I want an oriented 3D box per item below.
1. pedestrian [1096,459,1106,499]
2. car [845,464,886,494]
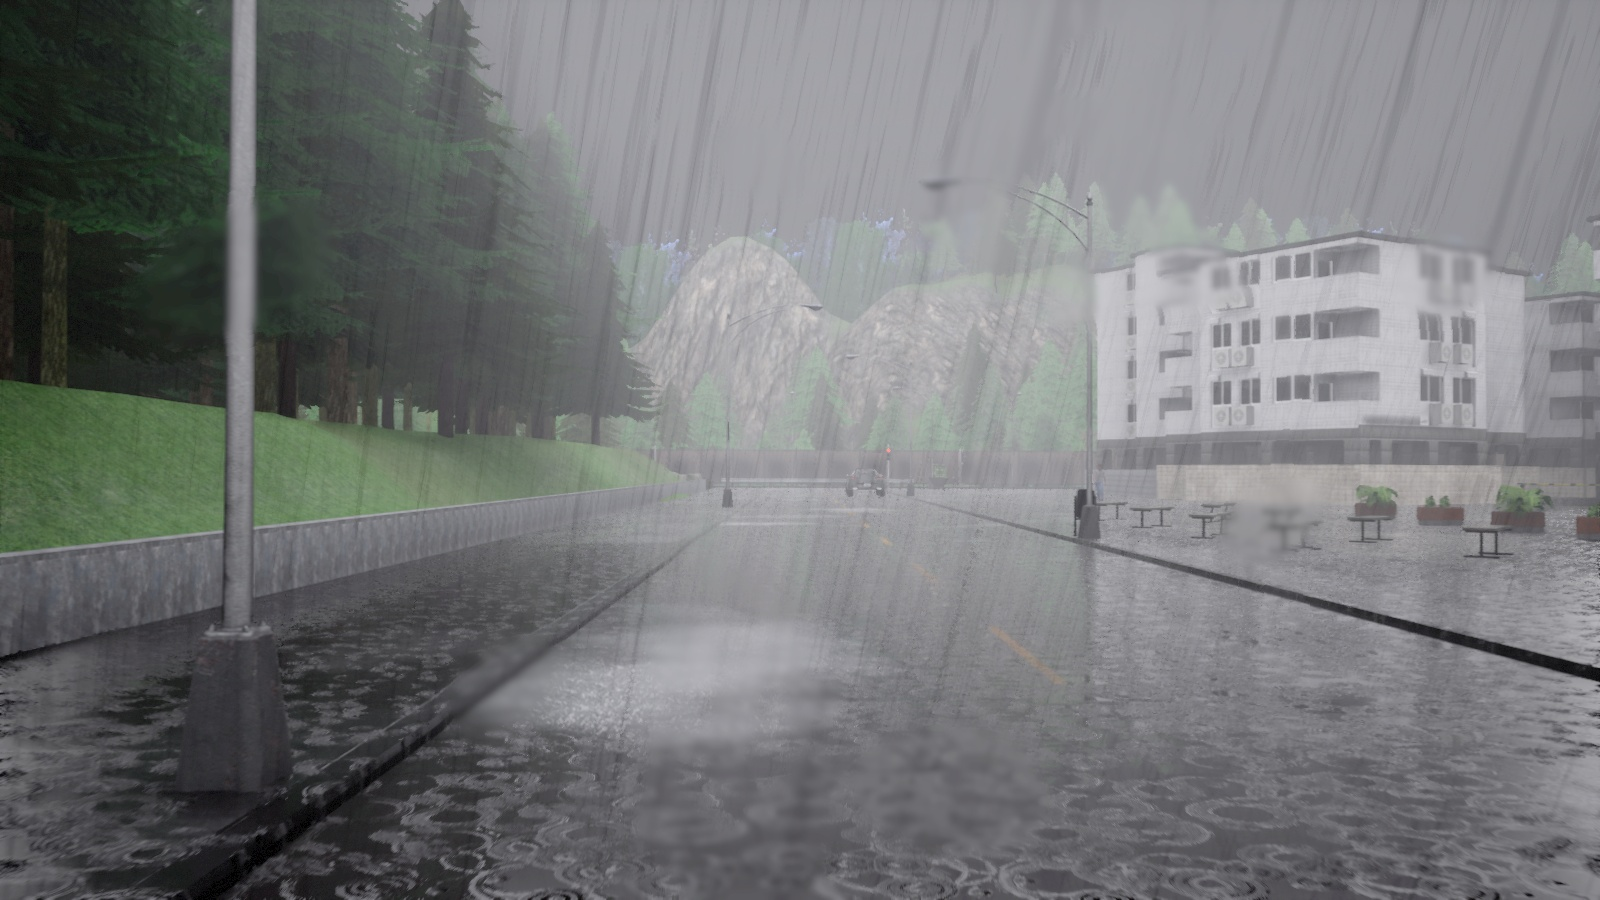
[{"bbox_3d":[14.071,1.352,58.738,0.354,1.836,0.706,0,-1,9],"label":"pedestrian"},{"bbox_3d":[3.818,1.692,73.998,2.152,1.651,5.027,0,-1,0],"label":"car"}]
